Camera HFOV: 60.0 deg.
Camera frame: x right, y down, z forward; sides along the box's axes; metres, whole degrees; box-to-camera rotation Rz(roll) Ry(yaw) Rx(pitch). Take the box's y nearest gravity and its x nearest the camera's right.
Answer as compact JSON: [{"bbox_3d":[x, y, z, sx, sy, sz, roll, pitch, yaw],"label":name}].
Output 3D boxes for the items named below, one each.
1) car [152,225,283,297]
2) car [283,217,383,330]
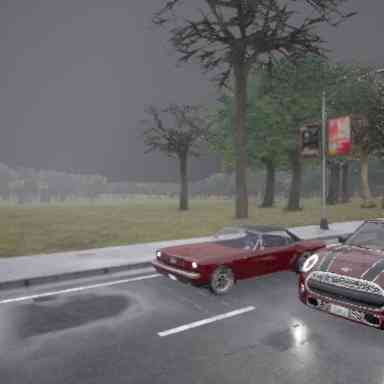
[{"bbox_3d":[1.375,1.573,8.671,4.718,1.301,1.895,0,0,-36],"label":"car"},{"bbox_3d":[4.220,1.319,6.708,4.553,1.767,2.097,0,0,-36],"label":"car"}]
